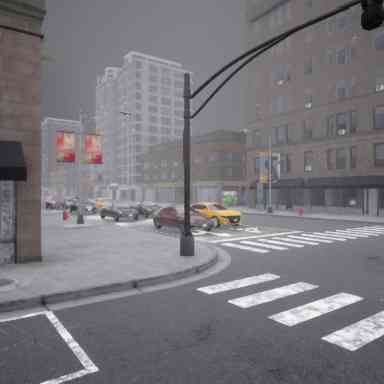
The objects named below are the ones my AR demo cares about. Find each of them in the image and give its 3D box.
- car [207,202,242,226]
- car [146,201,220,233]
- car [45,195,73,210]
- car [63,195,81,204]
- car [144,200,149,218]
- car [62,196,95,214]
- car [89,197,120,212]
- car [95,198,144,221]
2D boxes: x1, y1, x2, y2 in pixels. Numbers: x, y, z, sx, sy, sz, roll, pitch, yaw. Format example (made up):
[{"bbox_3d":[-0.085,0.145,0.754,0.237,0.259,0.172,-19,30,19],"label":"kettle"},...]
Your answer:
[{"bbox_3d":[1.244,1.451,22.488,1.882,1.535,5.008,0,0,-35],"label":"car"},{"bbox_3d":[-0.667,1.505,19.601,1.812,1.442,4.674,0,0,-35],"label":"car"},{"bbox_3d":[-17.429,1.288,42.874,2.097,1.767,4.553,0,0,-35],"label":"car"},{"bbox_3d":[-21.711,1.407,60.187,1.837,1.490,4.892,0,0,-36],"label":"car"},{"bbox_3d":[-4.199,1.485,30.051,1.812,1.442,4.674,0,0,-36],"label":"car"},{"bbox_3d":[-11.433,1.443,34.509,2.128,1.511,4.902,0,0,-36],"label":"car"},{"bbox_3d":[-10.136,1.421,38.272,1.882,1.535,5.008,0,0,-36],"label":"car"},{"bbox_3d":[-5.988,1.491,26.975,1.812,1.442,4.674,0,0,-36],"label":"car"}]
